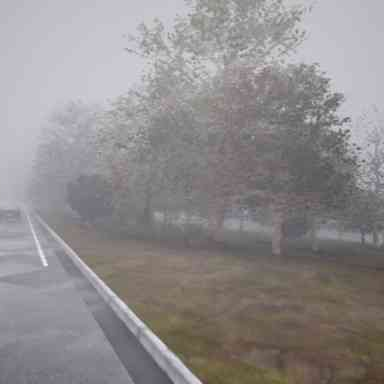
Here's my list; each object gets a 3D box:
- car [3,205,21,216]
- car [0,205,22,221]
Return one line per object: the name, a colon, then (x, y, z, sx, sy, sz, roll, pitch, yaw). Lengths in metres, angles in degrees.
car: (-23.941, 2.404, 44.371, 1.895, 1.301, 4.718, 2, -2, -27)
car: (-18.416, 2.087, 33.737, 1.882, 1.535, 5.008, 2, -2, -27)
